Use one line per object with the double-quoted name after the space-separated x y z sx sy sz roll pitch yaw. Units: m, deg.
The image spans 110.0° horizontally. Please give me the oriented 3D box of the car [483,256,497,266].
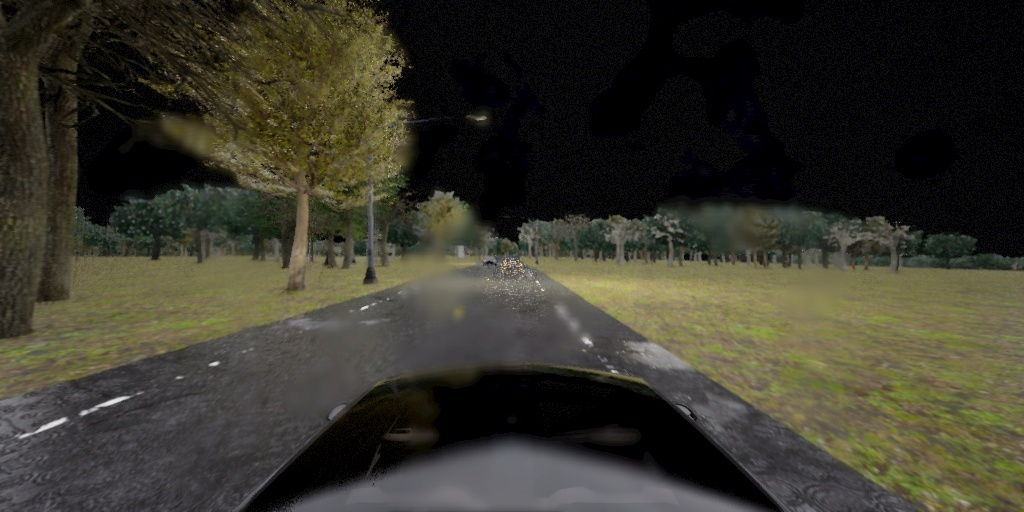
-3.568 0.744 59.126 2.097 1.767 4.553 1 0 0 "car"
